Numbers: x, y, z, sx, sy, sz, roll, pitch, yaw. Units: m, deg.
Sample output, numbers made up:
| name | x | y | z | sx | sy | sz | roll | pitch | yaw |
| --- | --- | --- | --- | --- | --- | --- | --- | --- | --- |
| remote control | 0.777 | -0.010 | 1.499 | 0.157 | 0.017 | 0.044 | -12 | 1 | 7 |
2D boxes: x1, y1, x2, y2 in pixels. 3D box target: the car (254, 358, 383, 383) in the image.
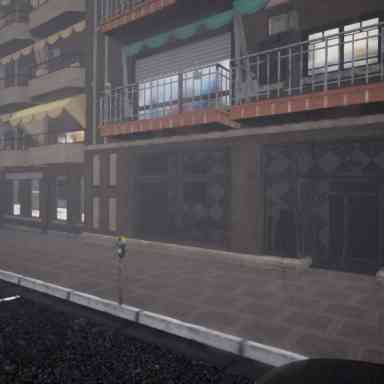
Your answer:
| name | x | y | z | sx | sy | sz | roll | pitch | yaw |
| --- | --- | --- | --- | --- | --- | --- | --- | --- | --- |
| car | 2.148 | 1.551 | 1.325 | 4.403 | 1.369 | 2.008 | 0 | 1 | 36 |
